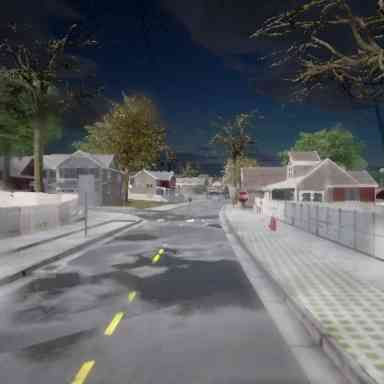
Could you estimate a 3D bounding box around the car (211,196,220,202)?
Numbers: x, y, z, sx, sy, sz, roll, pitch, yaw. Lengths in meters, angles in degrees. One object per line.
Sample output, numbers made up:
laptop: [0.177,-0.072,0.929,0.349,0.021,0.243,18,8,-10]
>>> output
car: [6.016,1.725,85.092,1.812,1.442,4.674,0,0,11]
